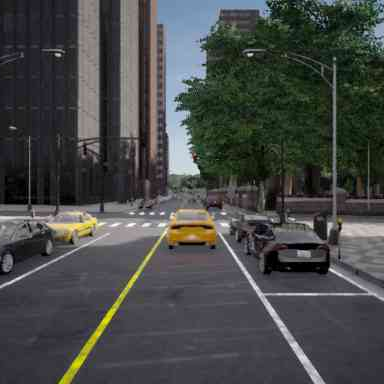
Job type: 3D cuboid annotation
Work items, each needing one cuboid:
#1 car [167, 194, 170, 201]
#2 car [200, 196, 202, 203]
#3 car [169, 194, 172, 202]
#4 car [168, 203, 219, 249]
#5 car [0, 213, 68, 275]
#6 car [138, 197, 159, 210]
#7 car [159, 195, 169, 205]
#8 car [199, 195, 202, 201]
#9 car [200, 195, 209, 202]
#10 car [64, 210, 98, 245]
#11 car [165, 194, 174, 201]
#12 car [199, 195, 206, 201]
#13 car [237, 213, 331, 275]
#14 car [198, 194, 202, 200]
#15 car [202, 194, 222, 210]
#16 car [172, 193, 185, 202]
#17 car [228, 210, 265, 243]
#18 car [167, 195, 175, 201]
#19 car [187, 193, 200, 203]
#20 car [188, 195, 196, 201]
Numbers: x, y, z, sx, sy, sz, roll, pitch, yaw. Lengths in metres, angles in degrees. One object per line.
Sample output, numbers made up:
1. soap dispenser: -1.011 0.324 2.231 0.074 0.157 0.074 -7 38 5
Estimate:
1. car: -5.762 1.623 64.291 1.802 1.307 4.206 0 0 0
2. car: 2.763 1.594 53.385 1.947 1.339 4.313 0 0 0
3. car: -5.762 1.630 69.748 1.802 1.307 4.206 0 0 0
4. car: 0.000 1.487 14.650 1.882 1.535 5.008 0 0 0
5. car: -5.762 1.551 10.286 2.008 1.369 4.403 0 0 0
6. car: -5.762 1.581 42.463 1.947 1.339 4.313 0 0 0
7. car: -5.762 1.586 58.834 2.008 1.369 4.403 0 0 0
8. car: 2.763 1.585 58.841 2.008 1.369 4.403 0 0 0
9. car: 2.763 1.495 75.211 1.967 1.590 4.097 0 0 0
10. car: -5.762 1.527 15.628 1.752 1.417 4.829 0 0 0
11. car: -5.762 1.384 86.120 2.192 1.841 5.009 0 0 0
12. car: 2.763 1.603 91.751 1.752 1.417 4.829 0 0 0
13. car: 2.763 1.566 10.294 1.947 1.339 4.313 0 0 0
14. car: 2.763 1.592 64.298 2.008 1.369 4.403 0 0 0
15. car: 2.763 1.330 42.473 2.192 1.841 5.009 0 0 0
16. car: -3.000 1.508 74.259 1.837 1.490 4.892 0 0 0
17. car: 2.763 1.552 15.807 2.008 1.369 4.403 0 0 0
18. car: -5.762 1.622 91.576 1.887 1.381 4.507 0 0 0
19. car: 0.000 1.541 67.181 2.128 1.511 4.902 0 0 0
20. car: 0.000 1.540 83.007 1.994 1.385 4.181 0 0 0
